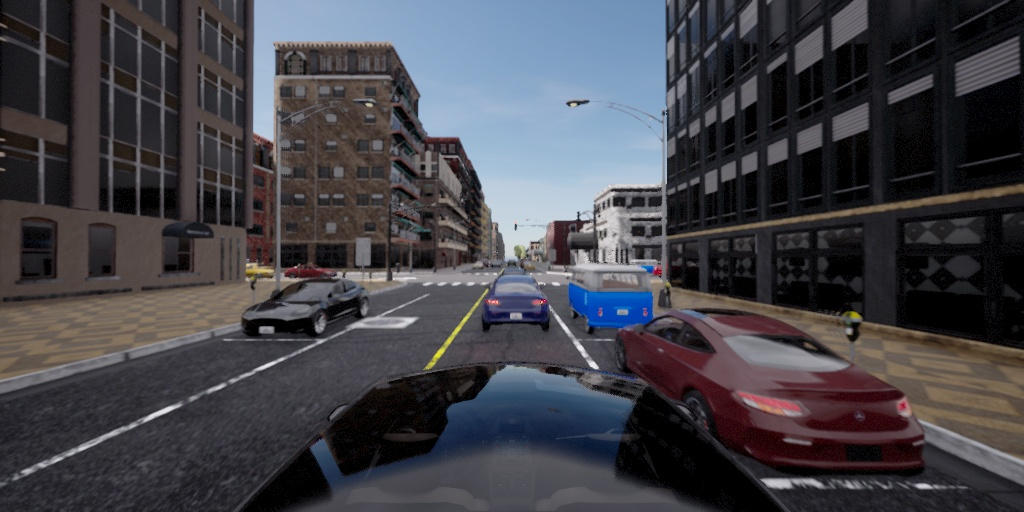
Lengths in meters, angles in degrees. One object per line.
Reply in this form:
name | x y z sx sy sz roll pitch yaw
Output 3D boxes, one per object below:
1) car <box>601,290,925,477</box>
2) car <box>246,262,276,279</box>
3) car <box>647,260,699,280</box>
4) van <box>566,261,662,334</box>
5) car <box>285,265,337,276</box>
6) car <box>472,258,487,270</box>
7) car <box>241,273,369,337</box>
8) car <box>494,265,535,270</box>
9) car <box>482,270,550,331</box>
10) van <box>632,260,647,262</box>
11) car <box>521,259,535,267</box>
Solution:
car | 2.657 1.345 4.779 1.802 1.307 4.207 0 0 0
car | -22.960 1.337 31.262 4.829 1.417 1.751 0 0 0
car | 14.920 1.230 31.352 5.009 1.841 2.192 0 0 0
van | 2.657 1.128 10.468 1.690 1.789 3.998 0 0 0
car | -17.467 1.405 31.275 4.207 1.307 1.802 0 0 0
car | -5.690 1.561 60.621 1.751 1.417 4.829 0 0 0
car | -5.690 1.353 10.493 1.948 1.339 4.313 0 0 0
car | 0.092 1.393 19.922 1.994 1.385 4.181 0 0 0
car | 0.100 1.316 11.064 1.812 1.442 4.674 0 0 0
van | 14.897 1.332 39.731 3.998 1.789 1.690 0 0 0
car | 2.691 1.531 55.423 1.751 1.417 4.829 0 0 0
